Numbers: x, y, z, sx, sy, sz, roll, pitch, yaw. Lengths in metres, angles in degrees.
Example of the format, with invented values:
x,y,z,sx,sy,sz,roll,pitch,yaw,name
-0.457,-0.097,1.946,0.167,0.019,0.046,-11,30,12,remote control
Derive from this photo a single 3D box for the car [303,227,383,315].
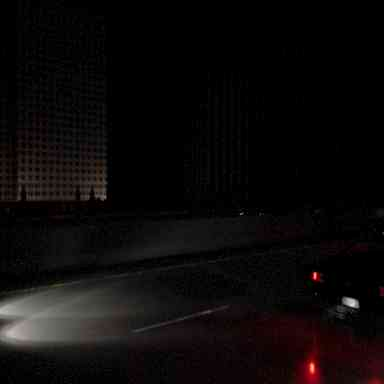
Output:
x,y,z,sx,sy,sz,roll,pitch,yaw,name
4.535,1.604,6.984,4.718,1.301,1.895,0,0,-36,car

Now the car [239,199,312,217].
x,y,z,sx,sy,sz,roll,pitch,yaw,name
4.941,1.359,20.419,4.553,1.767,2.097,0,0,-36,car

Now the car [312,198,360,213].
x,y,z,sx,sy,sz,roll,pitch,yaw,name
12.757,1.504,30.292,4.902,1.511,2.128,0,0,-35,car

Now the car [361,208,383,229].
x,y,z,sx,sy,sz,roll,pitch,yaw,name
9.895,1.533,15.109,4.674,1.442,1.812,0,0,-36,car

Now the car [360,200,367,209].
x,y,z,sx,sy,sz,roll,pitch,yaw,name
18.361,1.509,38.571,4.902,1.511,2.128,0,0,-35,car
